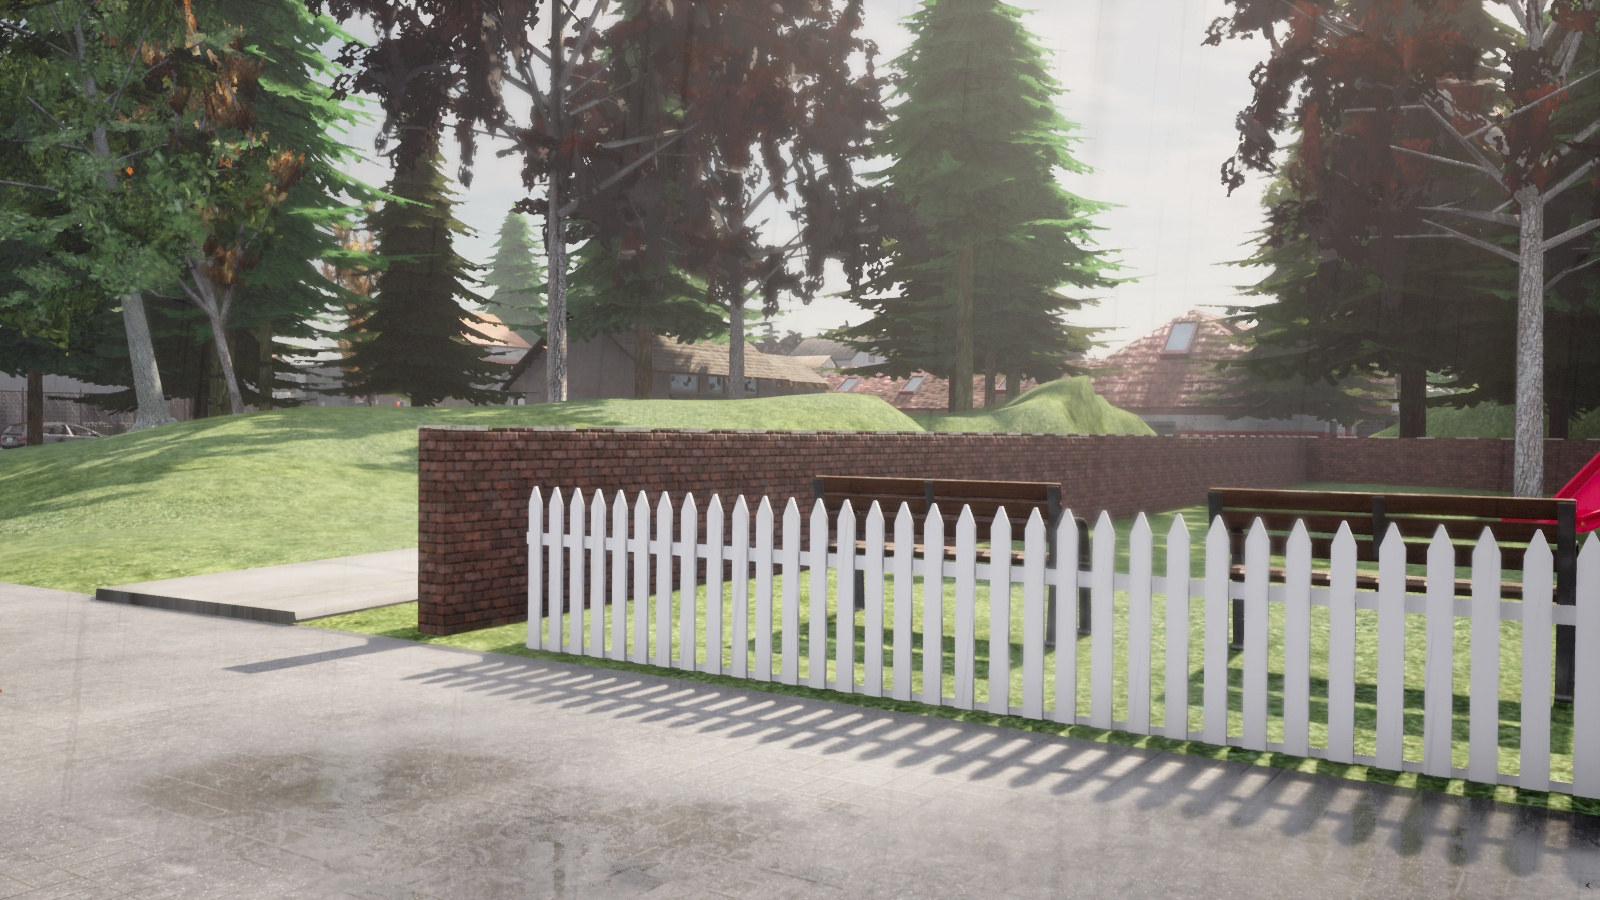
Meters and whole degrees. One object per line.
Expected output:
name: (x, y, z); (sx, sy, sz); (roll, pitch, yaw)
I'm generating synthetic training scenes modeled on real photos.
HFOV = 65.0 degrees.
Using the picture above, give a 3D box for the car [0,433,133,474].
car: (-31.537, 0.125, 53.893); (2.242, 1.667, 4.611); (0, 1, 33)
